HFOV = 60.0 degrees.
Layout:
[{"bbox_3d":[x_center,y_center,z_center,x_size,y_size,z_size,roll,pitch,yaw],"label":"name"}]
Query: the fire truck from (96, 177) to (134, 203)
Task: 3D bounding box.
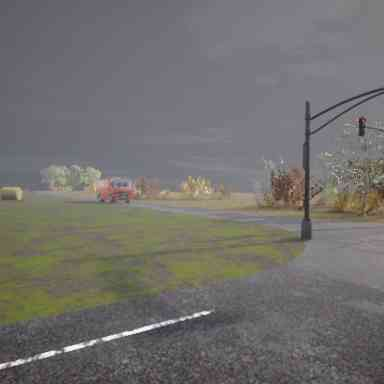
[{"bbox_3d":[-11.764,-0.363,50.031,2.891,3.827,8.468,1,0,-32],"label":"fire truck"}]
